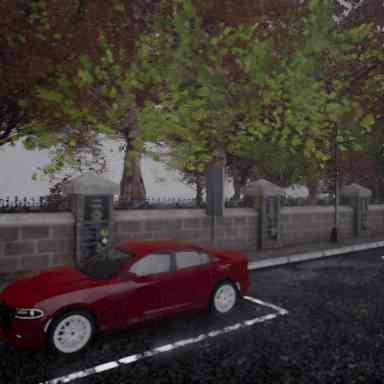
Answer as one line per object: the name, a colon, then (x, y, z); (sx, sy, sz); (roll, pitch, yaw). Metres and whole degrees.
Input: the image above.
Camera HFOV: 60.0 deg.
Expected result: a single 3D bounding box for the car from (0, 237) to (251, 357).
car: (-0.919, 1.569, 6.059); (4.507, 1.381, 1.887); (1, 0, -35)
